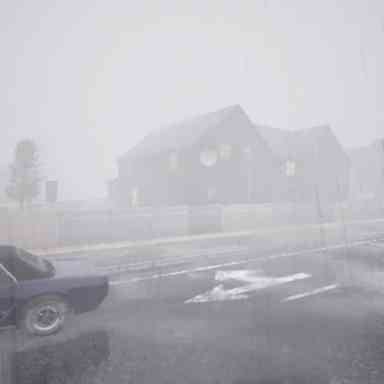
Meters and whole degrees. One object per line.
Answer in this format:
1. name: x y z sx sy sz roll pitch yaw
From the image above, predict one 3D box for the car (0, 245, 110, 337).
1. car: -3.860 1.599 5.257 4.718 1.301 1.895 0 0 -29
